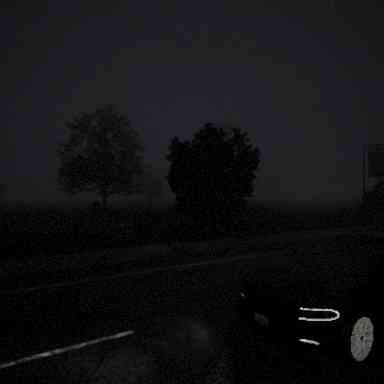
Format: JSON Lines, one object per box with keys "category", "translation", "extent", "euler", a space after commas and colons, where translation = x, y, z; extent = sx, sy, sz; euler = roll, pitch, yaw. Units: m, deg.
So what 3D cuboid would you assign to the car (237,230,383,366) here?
{"category": "car", "translation": [3.047, 1.468, 5.929], "extent": [5.008, 1.535, 1.882], "euler": [0, 0, -33]}
